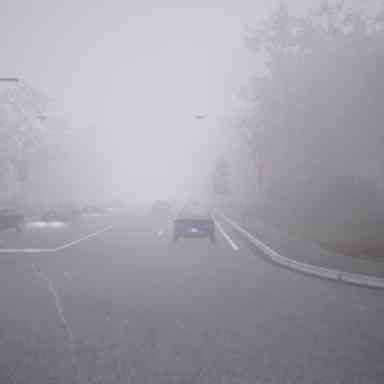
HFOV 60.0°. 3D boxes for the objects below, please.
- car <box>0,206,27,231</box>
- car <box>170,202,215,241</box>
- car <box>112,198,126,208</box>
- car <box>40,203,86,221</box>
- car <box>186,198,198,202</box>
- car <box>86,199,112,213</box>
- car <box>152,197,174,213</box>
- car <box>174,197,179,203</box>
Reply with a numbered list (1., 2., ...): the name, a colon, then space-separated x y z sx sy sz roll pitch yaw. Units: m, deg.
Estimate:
1. car: -10.585 1.491 17.575 2.128 1.511 4.902 0 0 0
2. car: 0.100 1.477 16.605 1.882 1.535 5.008 0 0 0
3. car: -10.498 1.562 46.557 1.994 1.385 4.181 0 0 0
4. car: -10.525 1.563 26.926 1.994 1.385 4.181 0 0 2
5. car: 0.002 1.544 47.731 2.033 1.411 5.357 0 0 0
6. car: -10.499 1.524 36.530 1.812 1.442 4.674 0 0 0
7. car: -3.399 1.562 37.735 1.994 1.385 4.181 0 0 0
8. car: -3.497 1.560 59.715 1.994 1.385 4.181 0 0 0
